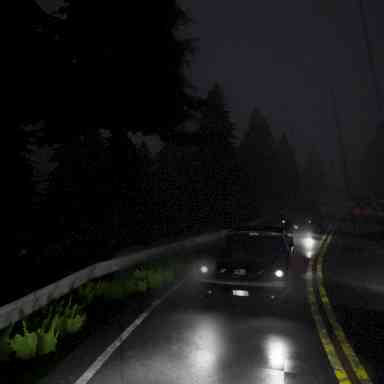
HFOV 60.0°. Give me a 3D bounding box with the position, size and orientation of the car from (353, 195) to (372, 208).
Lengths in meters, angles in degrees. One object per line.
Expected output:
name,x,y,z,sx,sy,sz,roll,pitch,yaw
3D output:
car,20.649,1.058,40.230,2.128,1.511,4.902,-2,0,28

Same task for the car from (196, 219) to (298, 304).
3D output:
car,1.592,1.599,8.419,1.895,1.301,4.718,-1,0,18

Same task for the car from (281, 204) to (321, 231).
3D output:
car,6.681,1.460,20.057,2.033,1.411,5.357,-2,0,26
